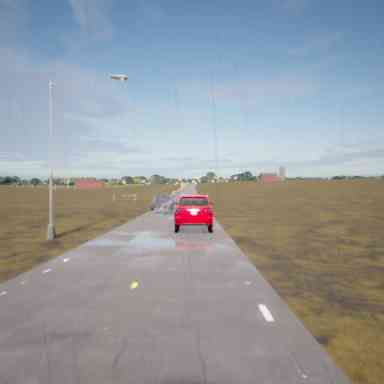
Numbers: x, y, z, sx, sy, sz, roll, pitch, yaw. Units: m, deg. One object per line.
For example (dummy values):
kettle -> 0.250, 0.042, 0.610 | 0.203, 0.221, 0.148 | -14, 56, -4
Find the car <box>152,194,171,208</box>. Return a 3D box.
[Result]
car -> -2.761, 0.895, 32.226 | 2.097, 1.767, 4.553 | 0, 0, 0

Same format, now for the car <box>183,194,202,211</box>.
car -> 0.086, 1.174, 39.600 | 2.097, 1.767, 4.553 | 0, 1, 0

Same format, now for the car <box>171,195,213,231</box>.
car -> 0.093, 1.179, 20.219 | 2.150, 2.045, 5.566 | 0, 0, 0
